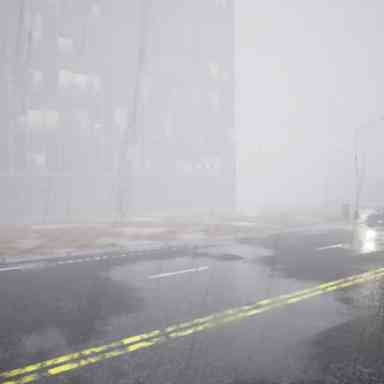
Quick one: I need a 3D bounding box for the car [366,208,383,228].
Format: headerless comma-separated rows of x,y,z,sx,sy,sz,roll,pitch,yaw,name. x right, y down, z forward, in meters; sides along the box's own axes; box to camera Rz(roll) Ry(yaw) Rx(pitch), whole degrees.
12.650,1.552,20.661,4.181,1.385,1.994,0,0,-35,car

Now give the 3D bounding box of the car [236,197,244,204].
8.100,1.652,63.969,1.994,1.385,4.181,-1,1,-32,car
